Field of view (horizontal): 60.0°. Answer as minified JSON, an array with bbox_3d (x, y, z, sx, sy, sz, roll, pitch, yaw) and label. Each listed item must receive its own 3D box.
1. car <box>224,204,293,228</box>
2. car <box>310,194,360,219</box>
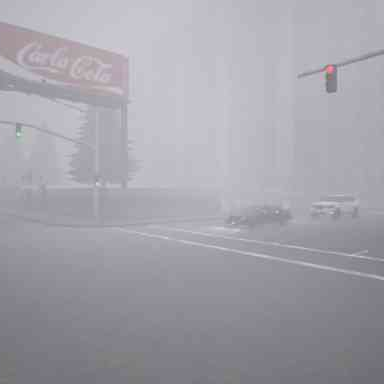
[{"bbox_3d":[4.628,1.547,22.458,5.357,1.411,2.033,0,0,-39],"label":"car"},{"bbox_3d":[12.516,1.220,28.958,5.566,2.045,2.150,0,0,-40],"label":"car"}]
